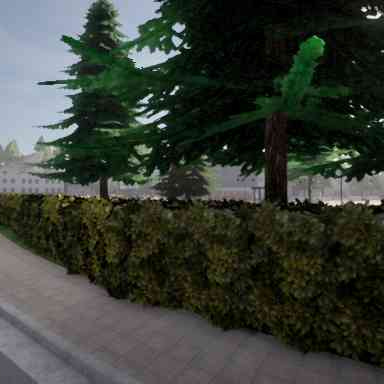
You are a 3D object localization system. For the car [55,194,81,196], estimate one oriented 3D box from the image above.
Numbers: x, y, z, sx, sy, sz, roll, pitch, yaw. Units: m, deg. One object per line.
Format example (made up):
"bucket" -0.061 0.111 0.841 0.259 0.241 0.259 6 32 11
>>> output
"car" -23.886 1.297 63.929 3.633 1.501 1.845 0 0 -36

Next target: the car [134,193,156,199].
"car" -7.959 1.367 60.613 3.806 1.475 1.970 0 0 -36

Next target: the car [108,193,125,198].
"car" -20.439 1.126 90.197 5.027 1.636 2.152 0 0 -36

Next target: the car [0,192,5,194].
"car" -44.690 1.045 80.666 3.866 1.878 1.905 0 0 -36

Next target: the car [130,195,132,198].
"car" -12.968 1.054 79.811 3.866 1.878 1.905 0 0 -36

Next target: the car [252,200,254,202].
"car" 11.768 1.495 54.175 4.892 1.490 1.837 0 -1 -34

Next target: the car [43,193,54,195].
"car" -29.687 1.272 72.066 4.514 1.523 2.007 0 0 -36

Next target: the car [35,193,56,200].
"car" -36.384 1.067 82.593 4.605 1.855 1.932 0 0 -36

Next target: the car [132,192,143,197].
"car" -10.936 1.075 77.693 4.605 1.855 1.932 0 0 -36
